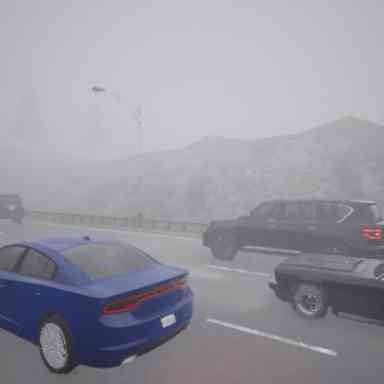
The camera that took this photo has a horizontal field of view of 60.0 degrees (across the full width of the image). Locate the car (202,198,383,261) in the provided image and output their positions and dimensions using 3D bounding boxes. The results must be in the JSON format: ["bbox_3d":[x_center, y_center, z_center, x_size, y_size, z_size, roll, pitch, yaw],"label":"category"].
[{"bbox_3d":[3.009,1.201,10.442,5.566,2.045,2.150,1,0,36],"label":"car"}]

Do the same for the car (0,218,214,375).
[{"bbox_3d":[-2.306,1.448,5.635,5.008,1.535,1.882,1,0,36],"label":"car"}]

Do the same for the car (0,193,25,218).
[{"bbox_3d":[-13.340,1.085,22.100,5.566,2.045,2.150,1,0,35],"label":"car"}]

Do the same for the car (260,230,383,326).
[{"bbox_3d":[3.781,1.600,5.590,4.718,1.301,1.895,0,0,36],"label":"car"}]

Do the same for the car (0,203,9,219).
[{"bbox_3d":[-11.265,1.397,16.327,4.892,1.490,1.837,1,0,35],"label":"car"}]
